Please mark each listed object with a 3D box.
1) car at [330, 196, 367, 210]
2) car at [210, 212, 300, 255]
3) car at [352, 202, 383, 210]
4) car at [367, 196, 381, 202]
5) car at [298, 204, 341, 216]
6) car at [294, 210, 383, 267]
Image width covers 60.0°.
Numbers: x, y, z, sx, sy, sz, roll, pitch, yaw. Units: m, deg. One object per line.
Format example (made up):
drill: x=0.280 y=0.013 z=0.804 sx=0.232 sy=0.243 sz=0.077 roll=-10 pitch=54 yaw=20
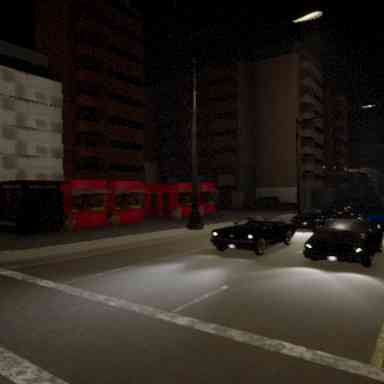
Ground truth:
car: x=13.721 y=1.421 z=29.556 sx=2.150 sy=2.045 sz=5.566 roll=-1 pitch=-1 yaw=35
car: x=2.679 y=1.657 z=13.836 sx=1.895 sy=1.301 sz=4.718 roll=-1 pitch=-1 yaw=35
car: x=11.192 y=1.564 z=19.866 sx=1.882 sy=1.535 sz=5.008 roll=-1 pitch=-1 yaw=35
car: x=22.338 y=1.541 z=41.675 sx=2.150 sy=2.045 sz=5.566 roll=-1 pitch=-1 yaw=35
car: x=7.745 y=1.673 z=21.051 sx=1.994 sy=1.385 sz=4.181 roll=-1 pitch=-1 yaw=35
car: x=5.634 y=1.576 z=11.958 sx=2.033 sy=1.411 sz=5.357 roll=-1 pitch=-1 yaw=35
